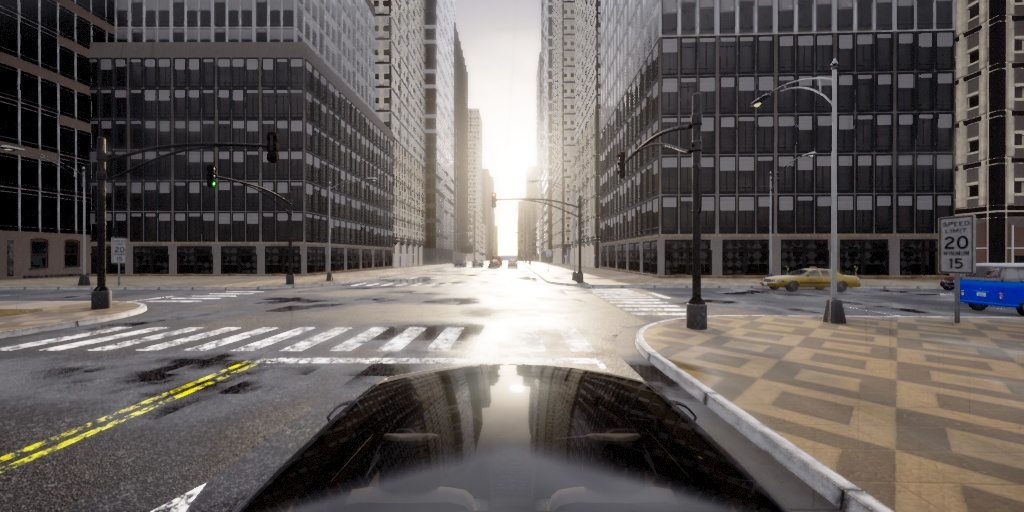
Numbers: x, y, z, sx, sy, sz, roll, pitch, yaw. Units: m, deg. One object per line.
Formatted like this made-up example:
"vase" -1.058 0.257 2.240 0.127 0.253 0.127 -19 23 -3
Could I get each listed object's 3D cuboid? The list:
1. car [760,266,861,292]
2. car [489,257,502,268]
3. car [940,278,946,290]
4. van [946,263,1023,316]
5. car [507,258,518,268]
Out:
"car" 17.125 1.293 20.733 4.829 1.417 1.751 0 0 2
"car" -3.123 1.386 63.359 1.812 1.442 4.674 0 0 0
"car" 26.958 1.356 20.228 4.207 1.307 1.802 0 0 2
"van" 18.379 1.119 12.558 3.998 1.789 1.690 0 0 2
"car" 0.127 1.408 63.353 2.033 1.411 5.357 0 0 0
